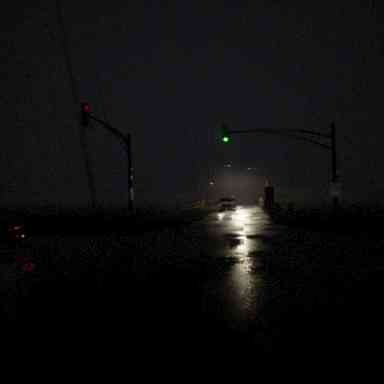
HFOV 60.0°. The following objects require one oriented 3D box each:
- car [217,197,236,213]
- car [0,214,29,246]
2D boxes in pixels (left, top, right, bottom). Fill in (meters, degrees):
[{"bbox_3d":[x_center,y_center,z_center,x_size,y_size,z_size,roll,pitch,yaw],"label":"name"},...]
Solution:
[{"bbox_3d":[4.621,1.631,43.418,2.150,2.045,5.566,-2,0,9],"label":"car"},{"bbox_3d":[-10.036,1.754,15.019,4.892,1.490,1.837,0,5,0],"label":"car"}]
